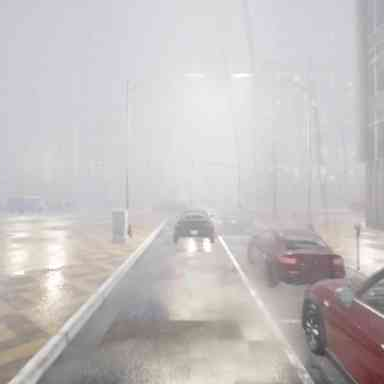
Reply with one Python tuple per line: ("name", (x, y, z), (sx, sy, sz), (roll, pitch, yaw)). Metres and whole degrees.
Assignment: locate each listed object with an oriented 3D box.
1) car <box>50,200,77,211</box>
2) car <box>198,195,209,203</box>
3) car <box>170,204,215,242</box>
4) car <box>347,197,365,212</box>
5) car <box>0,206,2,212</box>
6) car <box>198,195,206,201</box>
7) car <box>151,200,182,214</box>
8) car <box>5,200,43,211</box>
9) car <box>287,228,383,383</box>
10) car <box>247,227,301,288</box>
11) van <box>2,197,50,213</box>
("car", (-17.468, 1.748, 44.050), (4.403, 1.369, 2.008), (0, -1, 14))
("car", (2.553, 1.590, 69.320), (1.947, 1.339, 4.313), (1, 0, 0))
("car", (0.094, 1.521, 16.142), (1.812, 1.442, 4.674), (0, 0, 0))
("car", (19.535, 1.205, 35.755), (5.009, 1.841, 2.192), (0, -1, 11))
("car", (-23.259, 1.686, 37.066), (4.206, 1.307, 1.802), (0, -1, 14))
("car", (2.548, 1.574, 86.181), (1.752, 1.417, 4.829), (1, 0, 0))
("car", (-2.502, 1.536, 35.431), (2.033, 1.411, 5.357), (1, -1, -31))
("car", (-22.886, 1.787, 45.397), (4.507, 1.381, 1.887), (0, -1, 14))
("car", (2.578, 1.438, 3.348), (1.967, 1.590, 4.097), (1, 0, 0))
("car", (2.573, 1.577, 8.916), (1.802, 1.307, 4.206), (1, 0, 0))
("van", (-17.842, 1.403, 35.884), (3.998, 1.788, 1.690), (0, -1, 14))
